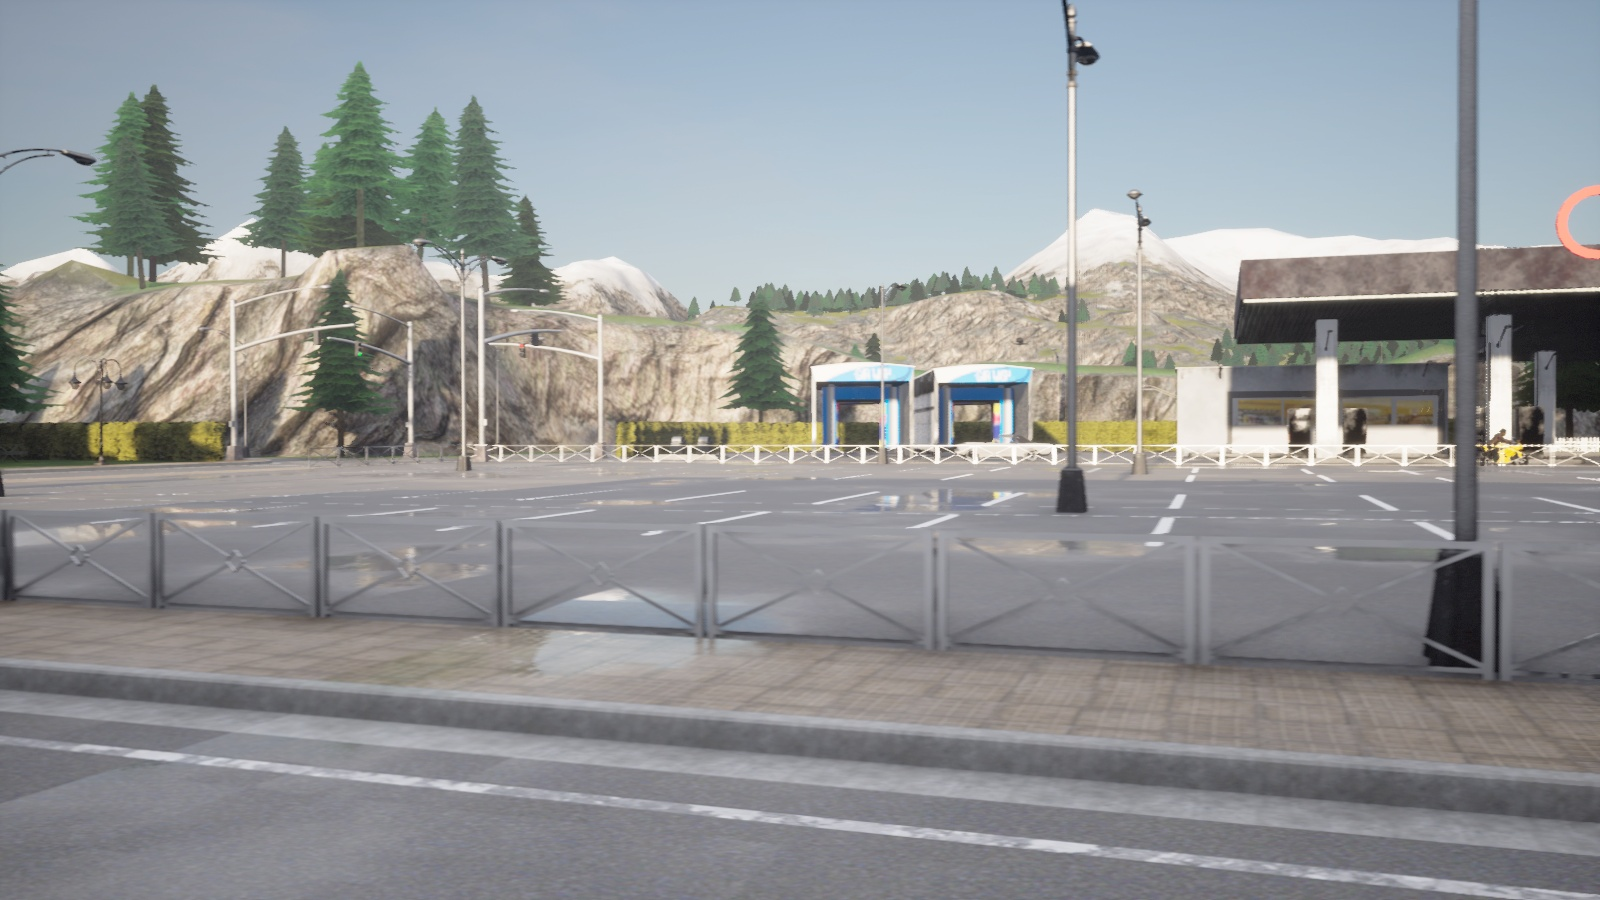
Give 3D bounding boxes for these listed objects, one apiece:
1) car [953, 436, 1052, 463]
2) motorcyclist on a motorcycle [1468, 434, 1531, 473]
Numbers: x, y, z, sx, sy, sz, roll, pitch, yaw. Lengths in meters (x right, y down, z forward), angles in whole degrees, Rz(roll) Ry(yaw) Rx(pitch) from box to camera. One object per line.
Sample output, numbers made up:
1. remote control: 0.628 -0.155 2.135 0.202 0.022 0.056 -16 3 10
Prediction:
1. car: 10.023 -0.021 62.505 4.718 1.301 1.895 0 1 4
2. motorcyclist on a motorcycle: 27.570 0.134 49.548 2.044 1.523 0.797 1 1 19
